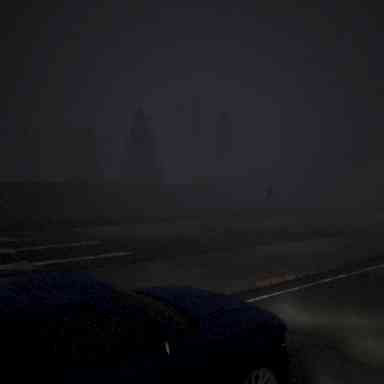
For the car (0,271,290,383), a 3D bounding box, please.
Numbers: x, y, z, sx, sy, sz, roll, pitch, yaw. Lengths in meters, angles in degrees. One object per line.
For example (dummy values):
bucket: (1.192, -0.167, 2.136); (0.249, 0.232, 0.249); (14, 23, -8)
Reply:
car: (-1.244, 1.477, 2.867); (5.008, 1.535, 1.882); (0, 0, -35)
